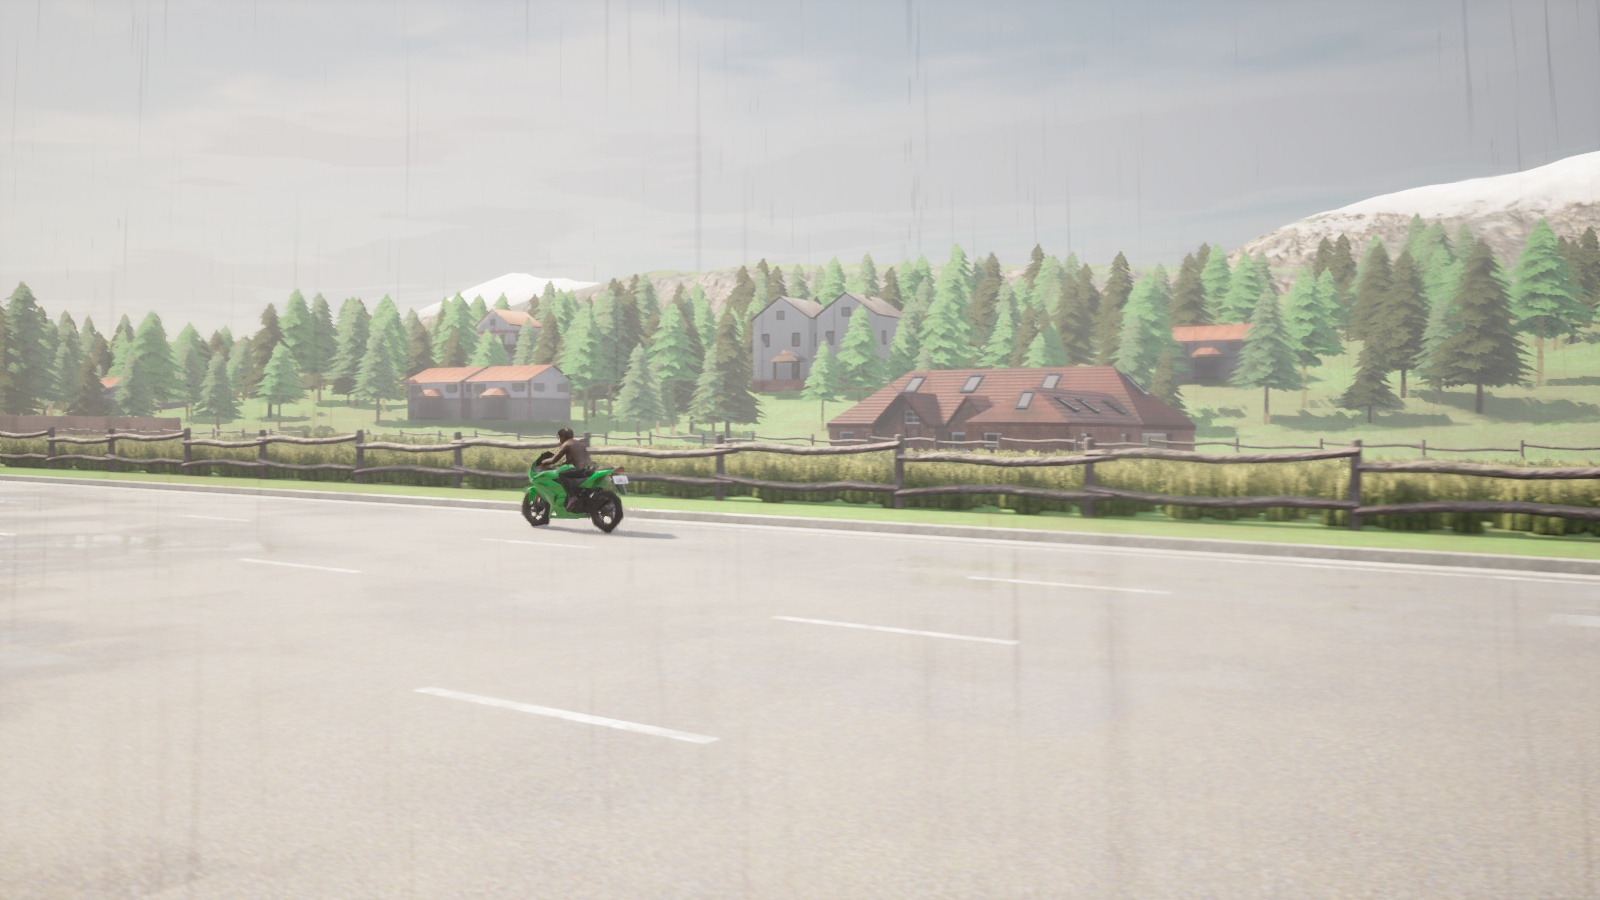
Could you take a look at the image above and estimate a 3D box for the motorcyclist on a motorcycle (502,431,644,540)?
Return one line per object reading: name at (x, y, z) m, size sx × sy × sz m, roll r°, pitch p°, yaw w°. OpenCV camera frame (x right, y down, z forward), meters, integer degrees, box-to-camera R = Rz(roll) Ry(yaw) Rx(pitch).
motorcyclist on a motorcycle at (-3.349, 0.492, 18.453) m, size 2.044 × 1.523 × 0.797 m, roll 0°, pitch 1°, yaw 33°
